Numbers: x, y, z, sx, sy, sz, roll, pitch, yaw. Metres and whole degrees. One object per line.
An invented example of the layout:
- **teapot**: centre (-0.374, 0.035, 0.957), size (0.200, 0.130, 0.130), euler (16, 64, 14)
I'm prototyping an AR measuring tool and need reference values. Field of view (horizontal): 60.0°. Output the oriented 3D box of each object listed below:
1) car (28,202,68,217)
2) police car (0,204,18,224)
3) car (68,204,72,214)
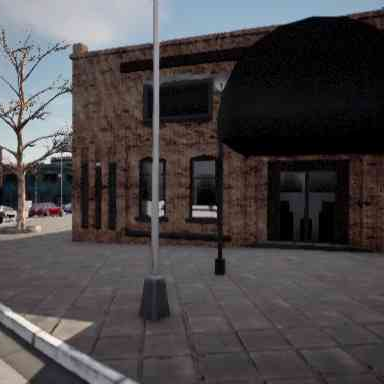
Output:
- **car**: centre (-16.483, 1.952, 37.866), size (2.097, 1.767, 4.553), euler (0, -1, 6)
- **police car**: centre (-16.426, 1.866, 28.677), size (1.930, 1.638, 5.238), euler (0, -1, -7)
- **car**: centre (-15.479, 2.244, 43.410), size (1.812, 1.442, 4.674), euler (0, -1, 14)
